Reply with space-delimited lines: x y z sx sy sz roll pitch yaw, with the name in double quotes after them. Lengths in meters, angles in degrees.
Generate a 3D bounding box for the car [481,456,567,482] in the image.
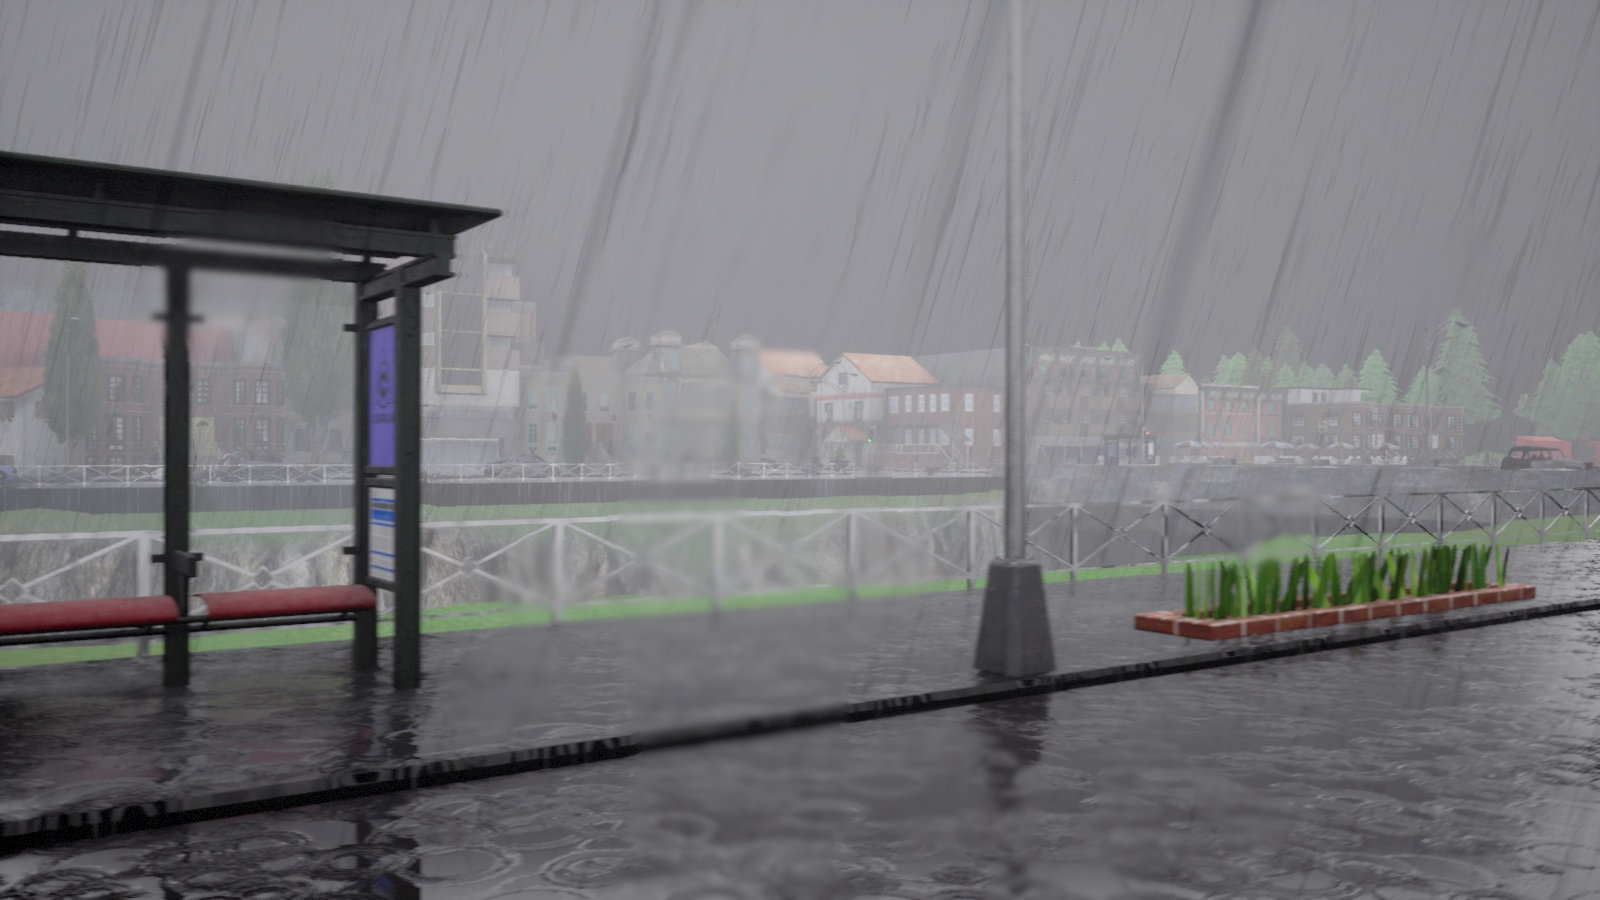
-15.134 1.010 68.929 4.181 1.385 1.994 0 0 -35 "car"

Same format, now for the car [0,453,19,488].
-36.374 0.901 54.138 4.514 1.525 2.007 0 0 -35 "car"

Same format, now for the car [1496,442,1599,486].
33.664 0.608 56.296 1.905 1.878 3.866 0 0 -35 "car"
